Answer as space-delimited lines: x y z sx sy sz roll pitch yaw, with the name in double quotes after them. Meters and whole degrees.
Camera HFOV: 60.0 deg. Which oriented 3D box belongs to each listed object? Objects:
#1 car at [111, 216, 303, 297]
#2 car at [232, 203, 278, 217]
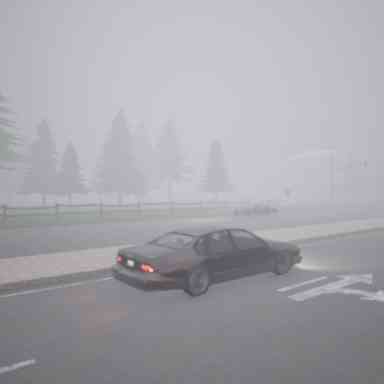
0.653 1.587 8.722 5.357 1.411 2.033 0 0 -38 "car"
6.103 1.784 32.200 4.718 1.301 1.895 0 0 -38 "car"
